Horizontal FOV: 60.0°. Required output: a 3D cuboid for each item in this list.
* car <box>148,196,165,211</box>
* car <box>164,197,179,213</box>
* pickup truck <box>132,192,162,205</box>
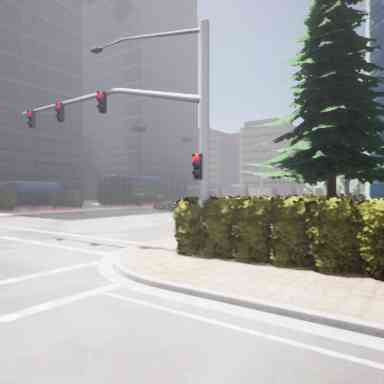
[{"bbox_3d":[-2.696,1.511,40.252,1.837,1.490,4.892,0,0,35],"label":"car"},{"bbox_3d":[-0.509,1.484,37.280,1.882,1.535,5.008,0,0,35],"label":"car"},{"bbox_3d":[-7.488,1.069,56.068,6.274,2.098,2.390,0,0,-24],"label":"pickup truck"}]
